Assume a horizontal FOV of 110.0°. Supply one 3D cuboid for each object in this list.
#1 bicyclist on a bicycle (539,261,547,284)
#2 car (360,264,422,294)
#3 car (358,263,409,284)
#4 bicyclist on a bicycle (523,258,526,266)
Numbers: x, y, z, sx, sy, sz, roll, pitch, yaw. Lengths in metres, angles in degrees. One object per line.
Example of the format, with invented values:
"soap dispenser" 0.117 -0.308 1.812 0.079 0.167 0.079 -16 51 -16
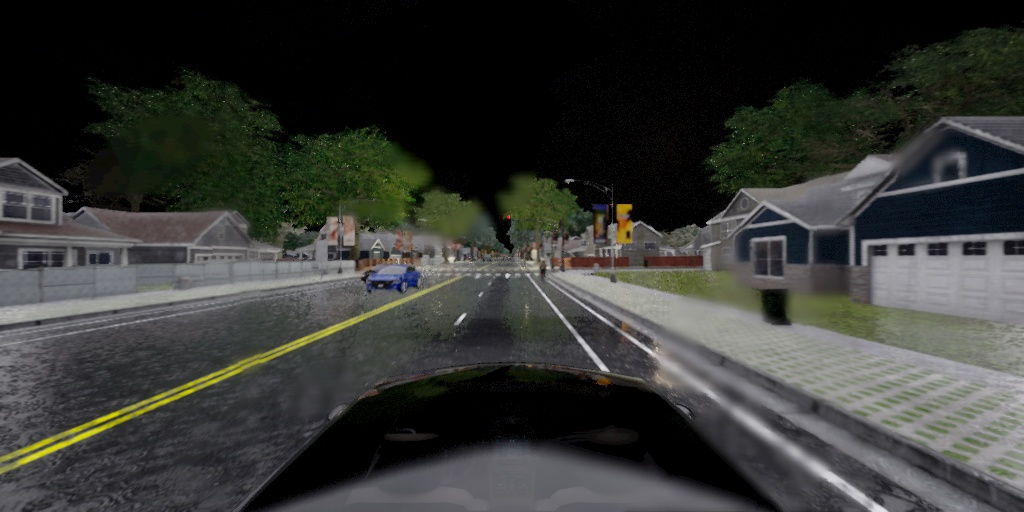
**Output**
"bicyclist on a bicycle" 2.257 1.198 25.981 0.582 1.620 1.656 0 0 0
"car" -6.587 1.224 20.484 1.882 1.535 5.008 0 0 0
"car" -9.808 1.293 27.862 2.033 1.411 5.357 0 0 0
"bicyclist on a bicycle" 2.267 1.181 63.983 0.582 1.620 1.656 0 0 0
